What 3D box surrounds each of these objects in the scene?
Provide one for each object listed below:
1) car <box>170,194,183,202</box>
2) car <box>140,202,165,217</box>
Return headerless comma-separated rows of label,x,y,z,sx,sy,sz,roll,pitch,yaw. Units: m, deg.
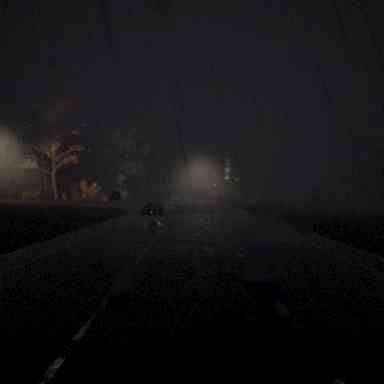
car,-3.875,1.433,77.104,2.097,1.767,4.553,0,0,-1
car,-3.598,1.608,31.275,1.994,1.385,4.181,0,0,0
